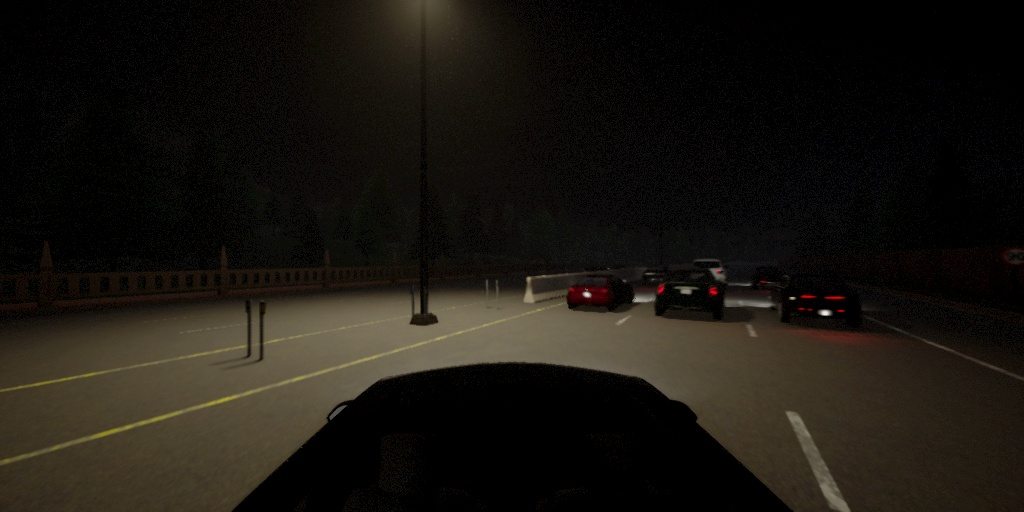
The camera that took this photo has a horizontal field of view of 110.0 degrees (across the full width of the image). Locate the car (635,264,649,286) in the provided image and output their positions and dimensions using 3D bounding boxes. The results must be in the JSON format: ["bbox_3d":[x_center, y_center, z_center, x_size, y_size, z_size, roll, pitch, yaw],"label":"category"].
[{"bbox_3d":[11.564,1.529,28.206,2.128,1.511,4.902,-1,-1,32],"label":"car"}]

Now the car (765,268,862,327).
[{"bbox_3d":[9.959,1.334,12.051,1.837,1.490,4.892,-1,-1,31],"label":"car"}]

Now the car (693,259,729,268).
[{"bbox_3d":[13.951,1.207,25.433,2.150,2.045,5.566,-1,-1,32],"label":"car"}]

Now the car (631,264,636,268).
[{"bbox_3d":[19.277,1.869,54.419,1.812,1.442,4.674,-1,-1,32],"label":"car"}]

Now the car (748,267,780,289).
[{"bbox_3d":[17.554,1.457,24.584,1.837,1.490,4.892,-1,-1,32],"label":"car"}]

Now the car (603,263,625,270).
[{"bbox_3d":[16.282,1.891,56.227,1.837,1.490,4.892,-1,-1,32],"label":"car"}]

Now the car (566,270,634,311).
[{"bbox_3d":[3.934,1.479,15.607,1.994,1.385,4.181,-1,-1,31],"label":"car"}]

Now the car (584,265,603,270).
[{"bbox_3d":[13.295,2.030,58.034,1.895,1.301,4.718,-1,-1,32],"label":"car"}]

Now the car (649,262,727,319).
[{"bbox_3d":[6.861,1.221,13.691,2.097,1.767,4.553,-1,-1,31],"label":"car"}]
